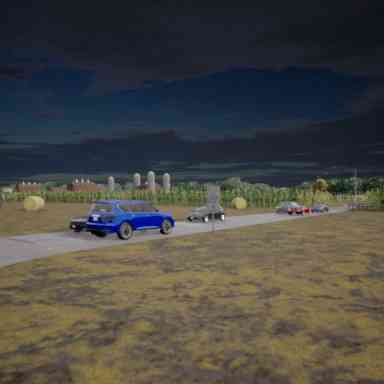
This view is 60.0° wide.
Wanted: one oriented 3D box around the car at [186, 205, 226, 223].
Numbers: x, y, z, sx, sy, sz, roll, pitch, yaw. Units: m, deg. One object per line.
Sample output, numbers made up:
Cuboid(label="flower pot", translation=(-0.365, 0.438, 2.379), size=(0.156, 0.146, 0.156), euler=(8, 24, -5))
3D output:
Cuboid(label="car", translation=(1.384, 1.966, 30.579), size=(1.837, 1.490, 4.892), euler=(0, 0, 35))

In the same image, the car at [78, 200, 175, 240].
Cuboid(label="car", translation=(-3.334, 1.492, 19.031), size=(2.150, 2.045, 5.566), euler=(0, -1, 35))

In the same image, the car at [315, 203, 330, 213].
Cuboid(label="car", translation=(19.949, 2.489, 51.761), size=(2.033, 1.411, 5.357), euler=(0, -1, 35))

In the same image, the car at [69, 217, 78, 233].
Cuboid(label="car", translation=(-5.332, 1.744, 21.075), size=(1.882, 1.535, 5.008), euler=(0, -1, 35))

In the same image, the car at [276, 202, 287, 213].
Cuboid(label="car", translation=(13.709, 2.168, 47.771), size=(2.097, 1.767, 4.553), euler=(0, -1, 36))

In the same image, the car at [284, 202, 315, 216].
Cuboid(label="car", translation=(14.151, 2.379, 43.529), size=(1.895, 1.301, 4.718), euler=(0, -1, 36))
